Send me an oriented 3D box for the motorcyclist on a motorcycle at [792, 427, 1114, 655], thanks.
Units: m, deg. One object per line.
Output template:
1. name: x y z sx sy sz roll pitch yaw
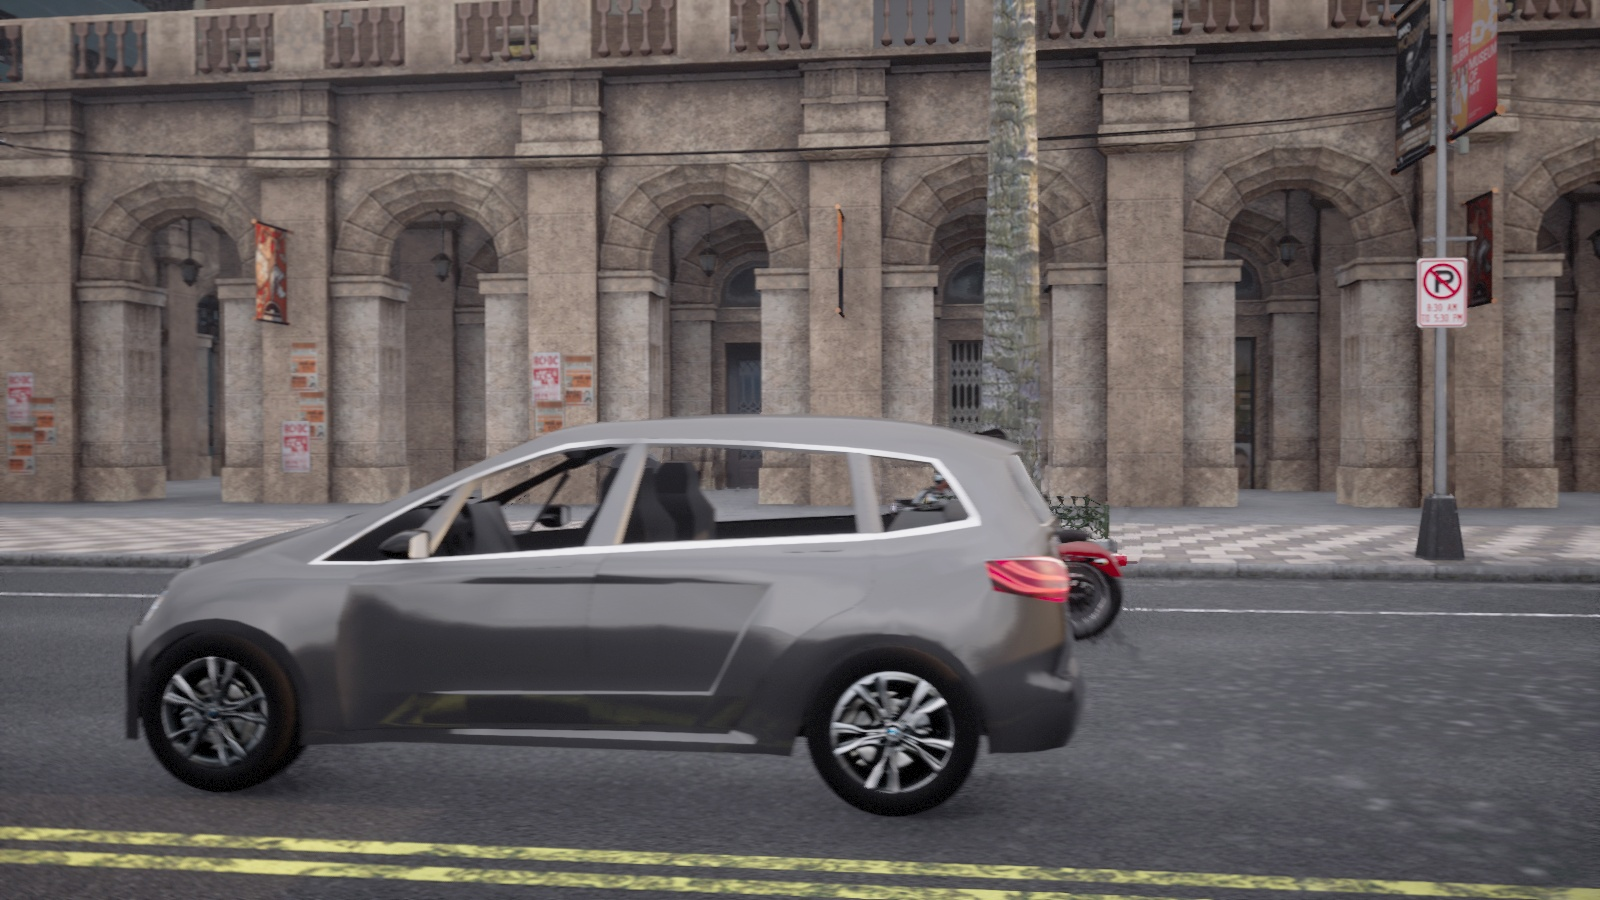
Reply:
1. motorcyclist on a motorcycle: 1.152 0.654 9.609 2.350 1.649 0.766 0 1 7

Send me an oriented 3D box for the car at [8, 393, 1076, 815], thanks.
1. car: -1.061 0.582 6.361 4.611 1.667 2.242 0 1 7
